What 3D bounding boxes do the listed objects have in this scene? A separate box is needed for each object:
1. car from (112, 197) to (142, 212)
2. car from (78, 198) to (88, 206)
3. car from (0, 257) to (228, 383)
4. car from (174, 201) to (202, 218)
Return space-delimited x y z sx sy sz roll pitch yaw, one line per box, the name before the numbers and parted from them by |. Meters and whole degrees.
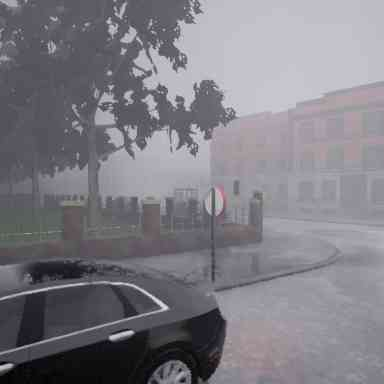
car | -7.610 1.351 38.698 2.097 1.767 4.553 0 0 -35
car | -16.606 1.622 51.435 1.895 1.301 4.718 0 0 -36
car | -1.877 1.504 3.151 4.892 1.490 1.837 0 0 -34
car | -0.156 1.526 28.258 1.812 1.442 4.674 0 0 -36
